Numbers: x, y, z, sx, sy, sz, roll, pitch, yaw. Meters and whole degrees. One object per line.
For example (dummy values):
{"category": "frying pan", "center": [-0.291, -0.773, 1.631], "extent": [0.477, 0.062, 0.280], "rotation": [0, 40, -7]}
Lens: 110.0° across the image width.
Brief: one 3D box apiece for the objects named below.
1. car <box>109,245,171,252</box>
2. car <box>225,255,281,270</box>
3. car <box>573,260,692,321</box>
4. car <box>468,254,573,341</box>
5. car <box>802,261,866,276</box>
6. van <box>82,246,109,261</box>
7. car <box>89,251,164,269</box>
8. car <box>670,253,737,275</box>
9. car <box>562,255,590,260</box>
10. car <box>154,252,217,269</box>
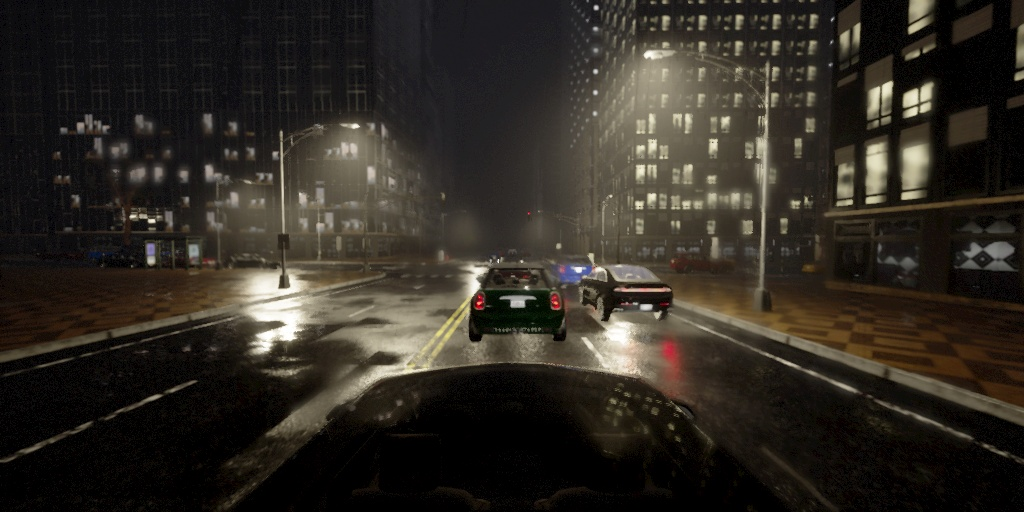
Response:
{"category": "car", "center": [-34.483, -0.005, 34.412], "extent": [5.566, 2.045, 2.150], "rotation": [1, 2, 1]}
{"category": "car", "center": [-22.694, 0.552, 31.477], "extent": [4.313, 1.339, 1.948], "rotation": [0, 0, 1]}
{"category": "car", "center": [3.363, 1.032, 11.402], "extent": [2.128, 1.511, 4.902], "rotation": [0, 1, 0]}
{"category": "car", "center": [0.110, 0.938, 9.424], "extent": [2.097, 1.767, 4.553], "rotation": [0, 1, 0]}
{"category": "car", "center": [27.678, 0.973, 30.700], "extent": [4.829, 1.417, 1.751], "rotation": [0, 0, 1]}
{"category": "van", "center": [-45.239, -0.204, 40.463], "extent": [3.998, 1.789, 1.690], "rotation": [0, 0, 1]}
{"category": "car", "center": [-34.059, 0.442, 31.795], "extent": [4.313, 1.339, 1.948], "rotation": [0, 0, 1]}
{"category": "car", "center": [16.230, 0.659, 30.909], "extent": [5.009, 1.841, 2.192], "rotation": [0, 0, 1]}
{"category": "car", "center": [3.374, 0.705, 20.238], "extent": [2.097, 1.767, 4.553], "rotation": [0, 1, 0]}
{"category": "car", "center": [-28.378, 0.514, 31.616], "extent": [4.207, 1.307, 1.802], "rotation": [0, 0, 1]}
